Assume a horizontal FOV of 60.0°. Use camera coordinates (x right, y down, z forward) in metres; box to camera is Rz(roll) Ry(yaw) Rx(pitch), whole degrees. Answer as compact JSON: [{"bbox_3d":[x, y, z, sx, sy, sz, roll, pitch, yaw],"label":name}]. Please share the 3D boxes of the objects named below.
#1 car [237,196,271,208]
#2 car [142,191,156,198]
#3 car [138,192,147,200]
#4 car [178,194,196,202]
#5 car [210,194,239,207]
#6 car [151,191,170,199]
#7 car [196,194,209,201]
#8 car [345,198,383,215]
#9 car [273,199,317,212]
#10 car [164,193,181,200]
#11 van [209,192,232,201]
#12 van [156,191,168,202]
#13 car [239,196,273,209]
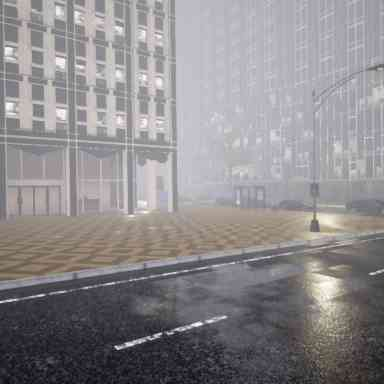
[{"bbox_3d":[8.282,1.255,44.793,1.812,1.442,4.674,-1,1,-35],"label":"car"},{"bbox_3d":[-10.689,0.685,82.606,1.967,1.590,4.097,0,1,-34],"label":"car"},{"bbox_3d":[-11.154,1.039,68.495,2.008,1.369,4.403,0,1,-35],"label":"car"},{"bbox_3d":[-1.822,1.129,59.582,1.994,1.385,4.181,-1,1,-34],"label":"car"},{"bbox_3d":[4.901,1.319,45.049,1.947,1.339,4.313,0,1,-34],"label":"car"},{"bbox_3d":[-7.468,0.614,77.922,2.192,1.841,5.009,0,1,-35],"label":"car"},{"bbox_3d":[2.192,1.043,63.874,1.802,1.307,4.206,0,1,-35],"label":"car"},{"bbox_3d":[17.282,1.376,31.839,1.837,1.490,4.892,-1,1,-36],"label":"car"},{"bbox_3d":[11.279,1.423,35.638,1.947,1.339,4.313,0,1,-35],"label":"car"},{"bbox_3d":[-4.248,0.935,73.242,1.802,1.307,4.206,0,1,-35],"label":"car"},{"bbox_3d":[5.411,0.855,59.188,1.690,1.788,3.998,0,1,-35],"label":"van"},{"bbox_3d":[-4.713,0.937,59.125,1.690,1.788,3.998,0,1,-34],"label":"van"},{"bbox_3d":[8.073,1.388,40.333,1.802,1.307,4.206,0,1,-34],"label":"car"}]
